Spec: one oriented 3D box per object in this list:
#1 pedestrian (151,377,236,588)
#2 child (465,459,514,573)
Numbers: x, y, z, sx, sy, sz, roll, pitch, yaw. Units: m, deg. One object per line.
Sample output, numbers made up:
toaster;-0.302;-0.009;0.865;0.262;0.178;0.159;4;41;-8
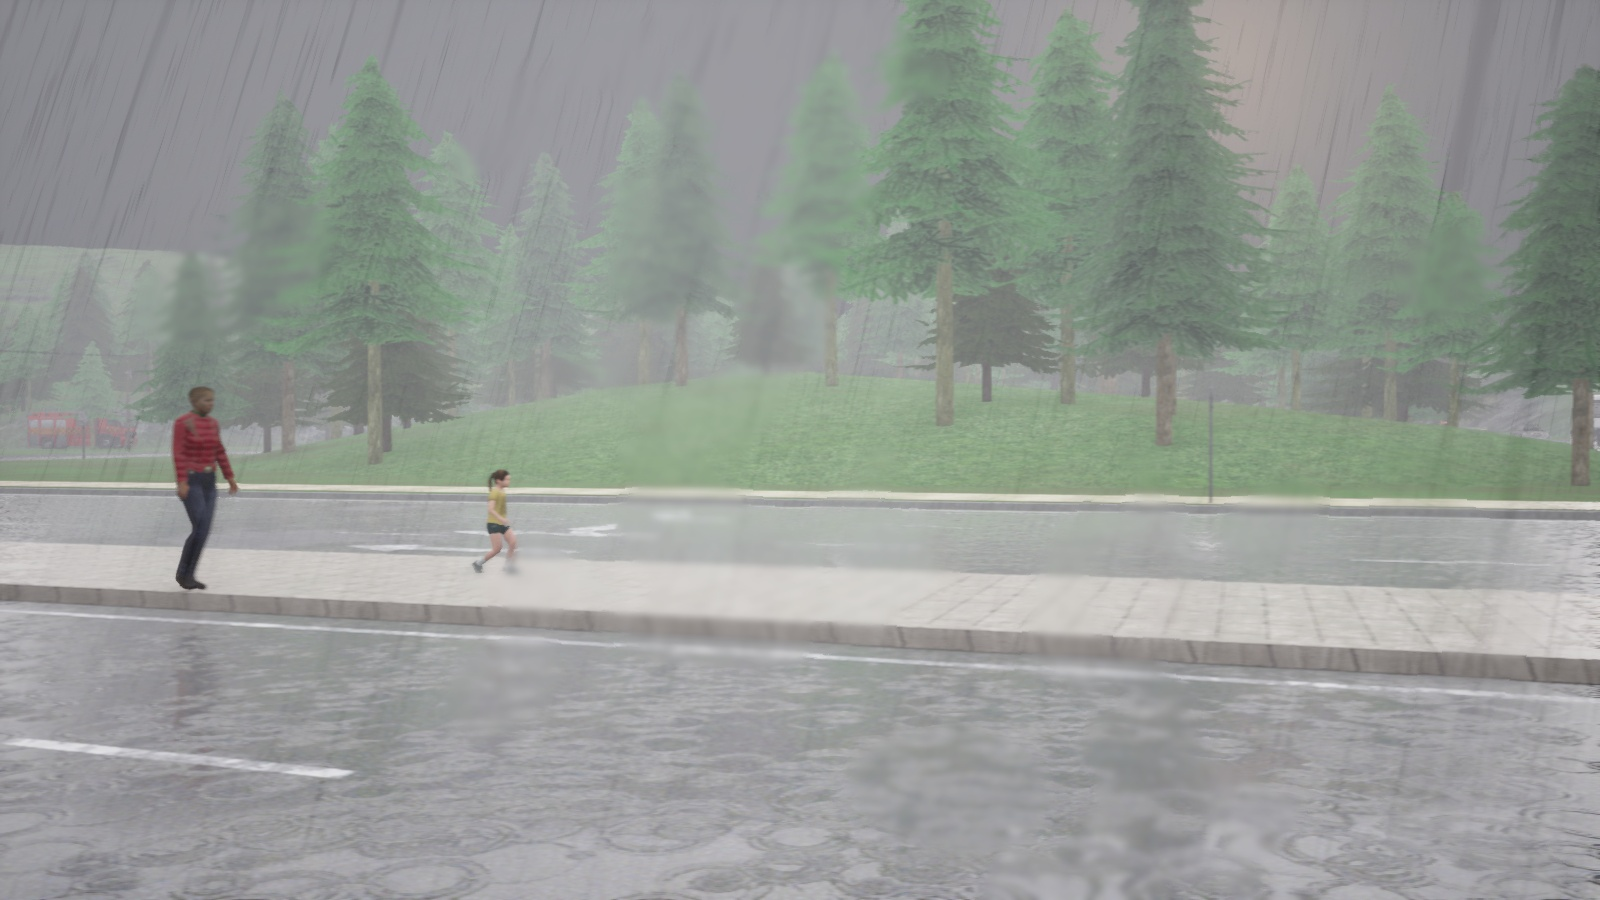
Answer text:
pedestrian;-5.424;0.281;11.230;0.636;1.846;0.331;1;1;21
child;-3.082;0.652;12.477;0.394;1.110;0.255;0;1;13
